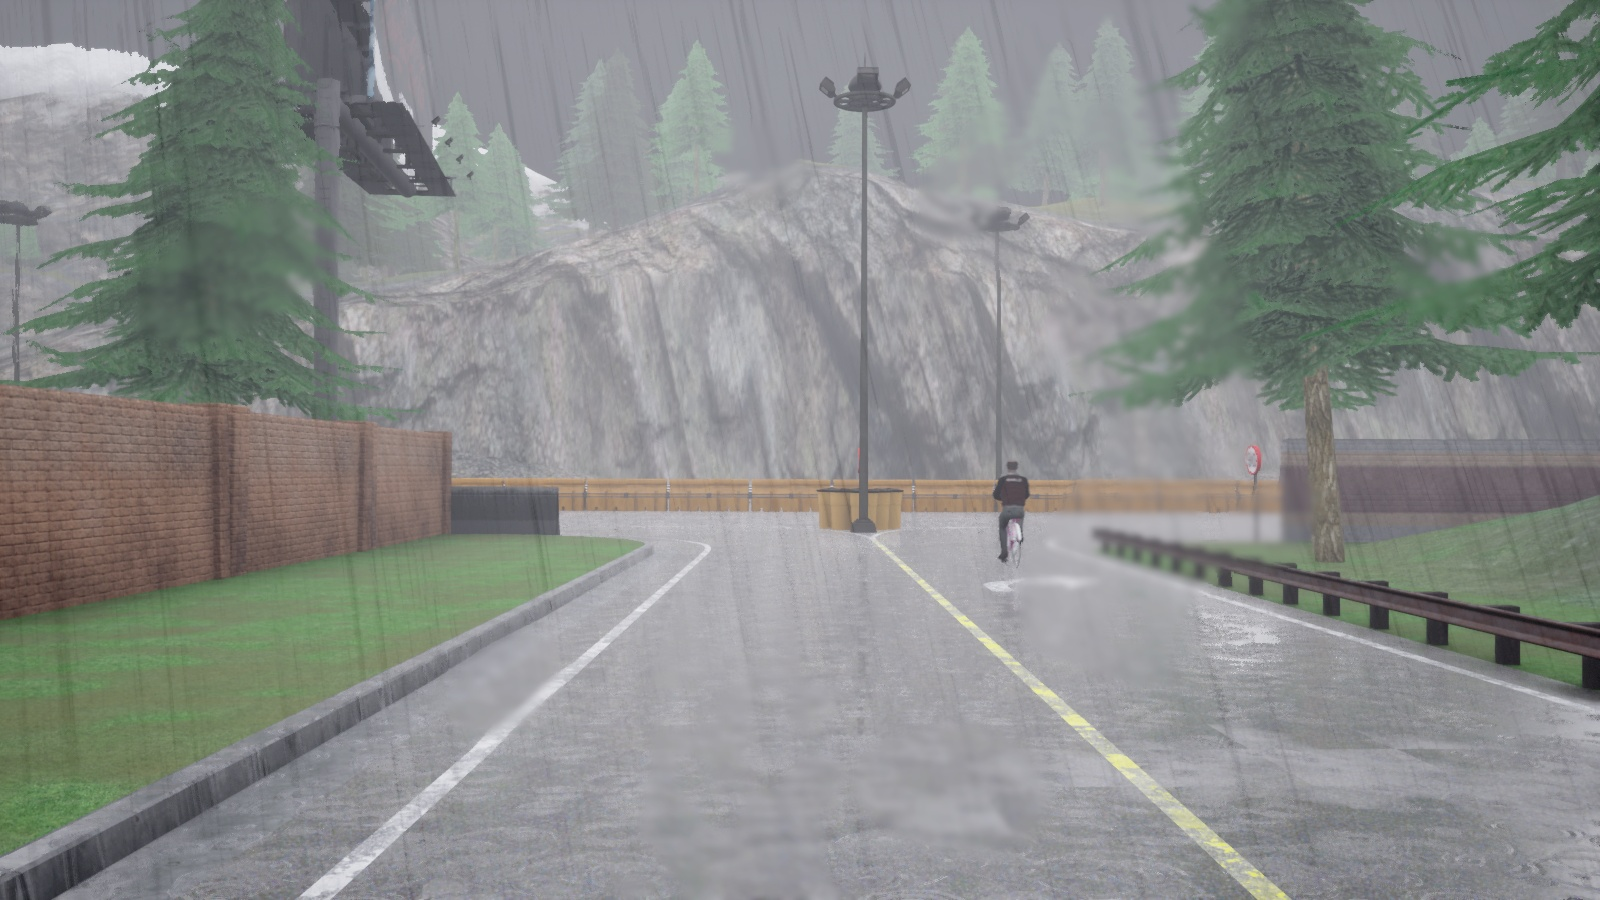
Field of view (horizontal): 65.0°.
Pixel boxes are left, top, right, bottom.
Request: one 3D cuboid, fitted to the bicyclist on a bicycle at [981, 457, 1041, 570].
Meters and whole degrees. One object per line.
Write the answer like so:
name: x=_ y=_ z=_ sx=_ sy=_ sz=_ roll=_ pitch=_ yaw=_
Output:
bicyclist on a bicycle: x=3.472 y=1.020 z=20.788 sx=0.659 sy=1.776 sz=1.843 roll=0 pitch=-1 yaw=0
